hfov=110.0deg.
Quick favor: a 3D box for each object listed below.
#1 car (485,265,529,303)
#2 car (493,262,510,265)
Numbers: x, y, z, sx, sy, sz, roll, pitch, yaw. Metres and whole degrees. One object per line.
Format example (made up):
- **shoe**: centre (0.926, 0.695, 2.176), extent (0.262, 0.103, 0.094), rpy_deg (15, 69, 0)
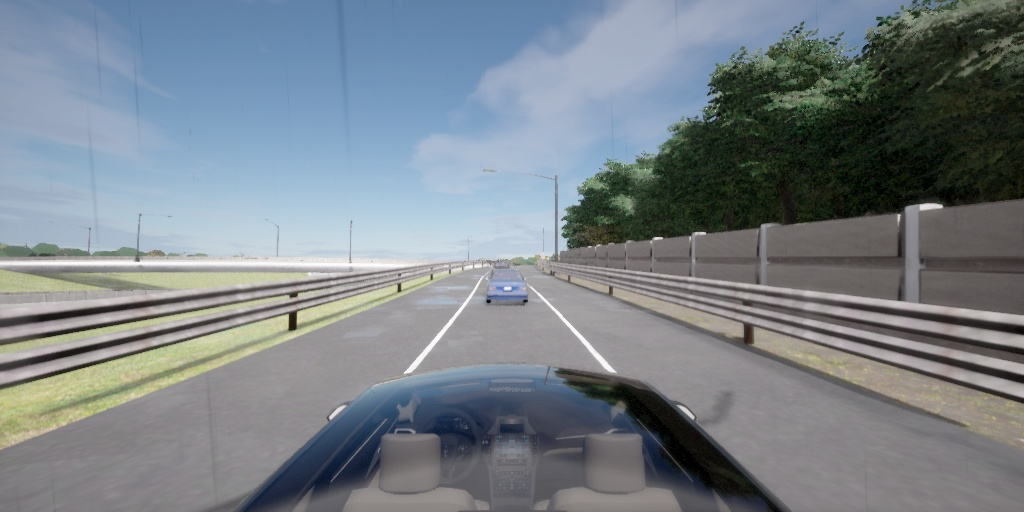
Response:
- **car**: centre (-0.260, 1.327, 16.629), extent (2.033, 1.411, 5.357), rpy_deg (0, 0, -2)
- **car**: centre (-0.947, 1.271, 31.645), extent (2.128, 1.511, 4.902), rpy_deg (0, 0, -2)
